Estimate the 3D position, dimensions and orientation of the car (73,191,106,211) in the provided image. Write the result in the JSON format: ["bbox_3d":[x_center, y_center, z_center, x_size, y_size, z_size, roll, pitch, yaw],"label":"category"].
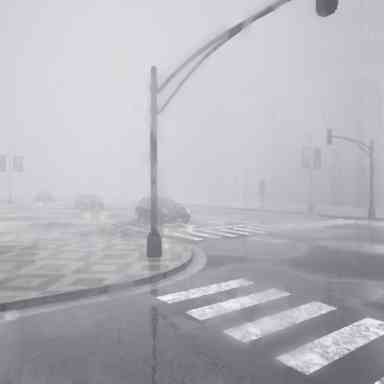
[{"bbox_3d":[-10.289,0.911,33.301,2.097,1.767,4.553,0,1,-36],"label":"car"}]

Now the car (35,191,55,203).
[{"bbox_3d":[-22.058,0.610,49.774,2.097,1.767,4.553,0,1,-35],"label":"car"}]

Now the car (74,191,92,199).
[{"bbox_3d":[-21.705,0.520,66.168,1.882,1.535,5.008,0,1,-36],"label":"car"}]

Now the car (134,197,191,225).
[{"bbox_3d":[-2.008,1.114,21.785,2.097,1.767,4.553,0,1,-35],"label":"car"}]
